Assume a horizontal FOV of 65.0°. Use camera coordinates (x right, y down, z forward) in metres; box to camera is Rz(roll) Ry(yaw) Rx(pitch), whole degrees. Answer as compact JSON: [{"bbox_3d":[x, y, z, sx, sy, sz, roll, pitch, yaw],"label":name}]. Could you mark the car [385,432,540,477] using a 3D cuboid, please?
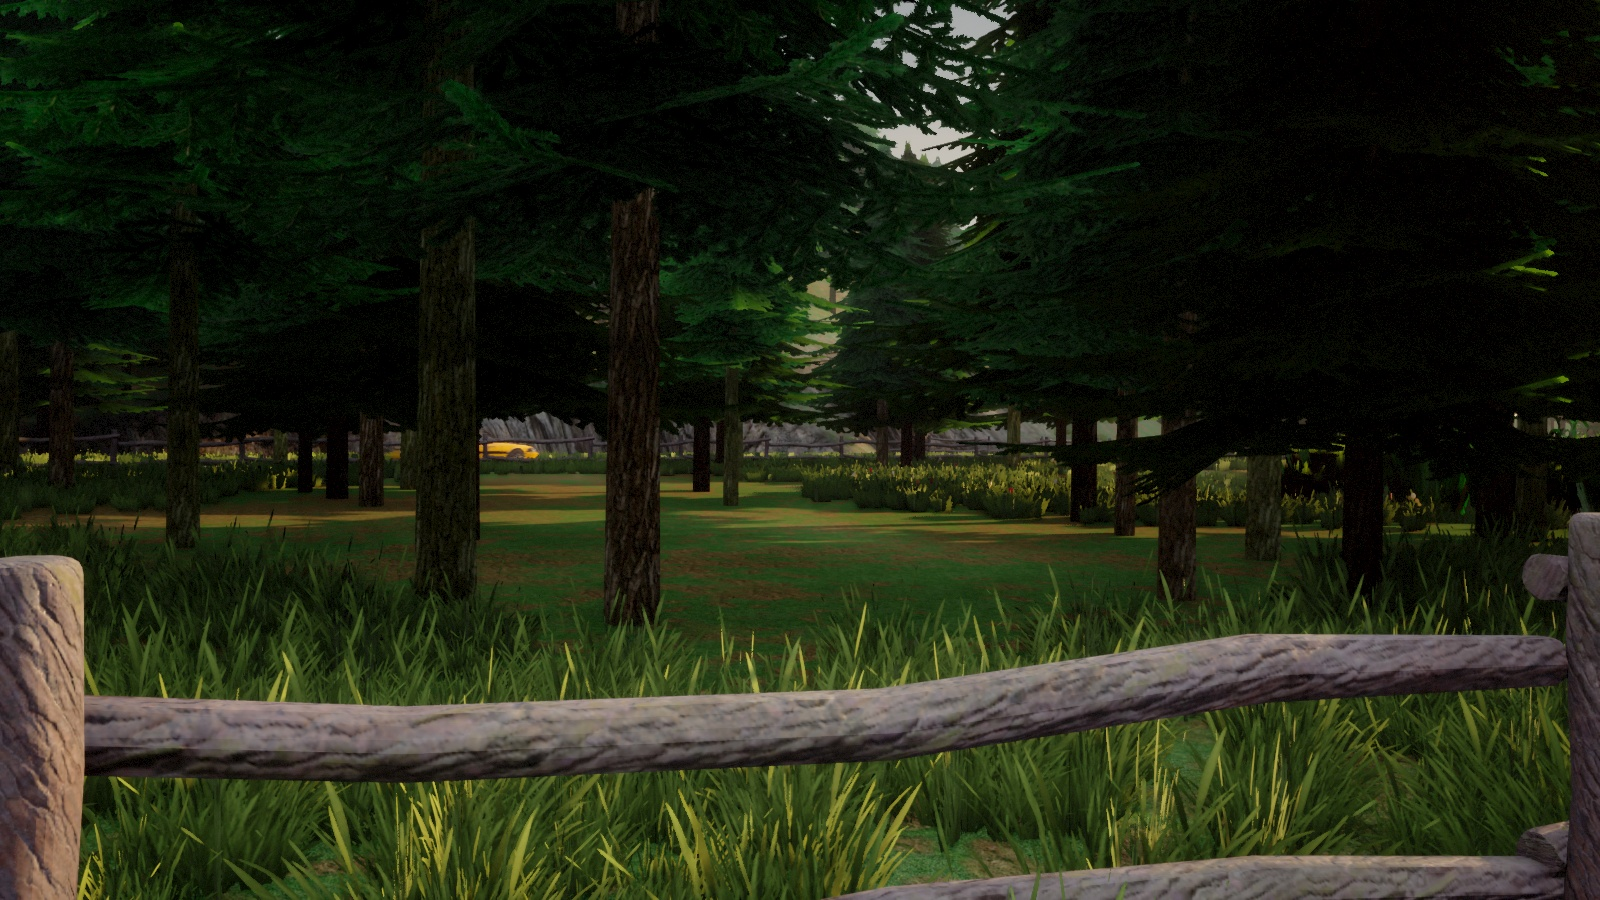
[{"bbox_3d":[-12.590,0.132,47.160,5.366,1.575,1.801,-1,1,-42],"label":"car"}]
